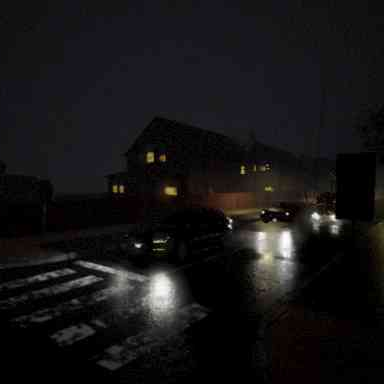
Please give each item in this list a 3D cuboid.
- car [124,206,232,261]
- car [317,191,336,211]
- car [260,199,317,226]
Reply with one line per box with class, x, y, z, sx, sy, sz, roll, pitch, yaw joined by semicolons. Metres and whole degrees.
car;-0.251;1.290;11.673;1.837;1.490;4.892;2;2;33
car;12.371;0.842;29.672;2.097;1.767;4.553;2;2;35
car;5.921;1.239;20.566;1.895;1.301;4.718;2;2;35
